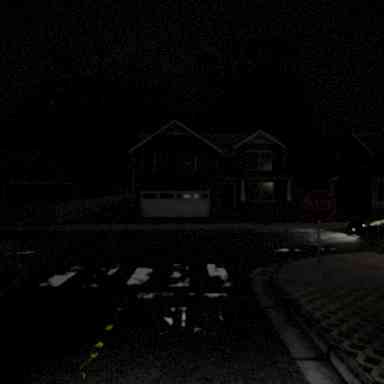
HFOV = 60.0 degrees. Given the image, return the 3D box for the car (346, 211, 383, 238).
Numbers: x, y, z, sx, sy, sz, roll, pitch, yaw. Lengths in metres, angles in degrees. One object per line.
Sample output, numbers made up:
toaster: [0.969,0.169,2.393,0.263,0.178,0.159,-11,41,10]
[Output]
car: [10.686,1.446,16.526,5.357,1.411,2.033,-1,1,0]
